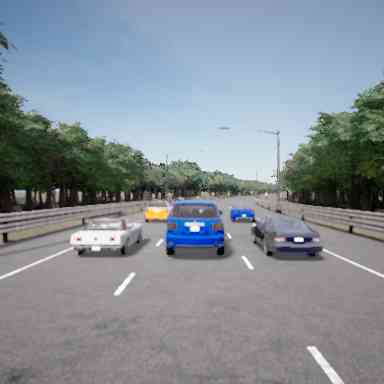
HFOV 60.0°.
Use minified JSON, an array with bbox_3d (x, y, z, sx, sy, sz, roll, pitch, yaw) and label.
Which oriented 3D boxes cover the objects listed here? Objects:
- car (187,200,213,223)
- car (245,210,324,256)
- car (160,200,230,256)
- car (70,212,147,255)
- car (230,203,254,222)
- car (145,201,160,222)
[{"bbox_3d":[0.788,1.601,28.714,2.097,1.767,4.553,0,-1,3],"label":"car"},{"bbox_3d":[3.666,1.676,13.715,2.033,1.411,5.357,0,0,2],"label":"car"},{"bbox_3d":[0.168,1.345,13.855,2.150,2.045,5.566,0,0,2],"label":"car"},{"bbox_3d":[-3.329,1.729,14.015,1.895,1.301,4.718,0,0,2],"label":"car"},{"bbox_3d":[4.311,1.732,28.925,1.882,1.535,5.008,0,0,4],"label":"car"},{"bbox_3d":[-2.706,1.600,28.911,2.097,1.767,4.553,0,-1,3],"label":"car"}]
